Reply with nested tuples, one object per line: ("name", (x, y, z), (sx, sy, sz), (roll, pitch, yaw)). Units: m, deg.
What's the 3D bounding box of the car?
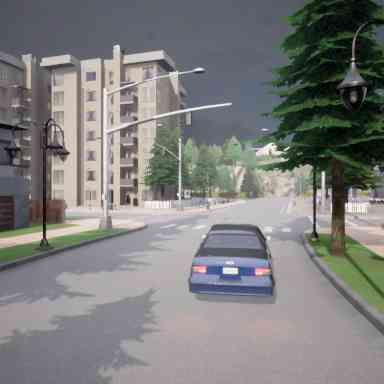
("car", (1.133, 1.547, 8.810), (2.033, 1.411, 5.357), (0, 0, 9))
